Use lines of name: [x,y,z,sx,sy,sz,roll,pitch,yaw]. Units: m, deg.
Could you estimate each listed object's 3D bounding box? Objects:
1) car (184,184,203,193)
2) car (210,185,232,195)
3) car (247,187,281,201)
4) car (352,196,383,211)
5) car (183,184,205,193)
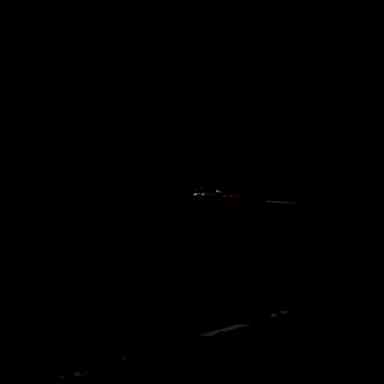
car: [0.226,-0.532,57.589,1.837,1.490,4.892,1,2,-27]
car: [4.798,-0.343,55.292,2.128,1.511,4.902,1,2,-26]
car: [8.716,0.214,40.459,1.882,1.535,5.008,2,2,-27]
car: [15.530,0.987,26.828,1.895,1.301,4.718,1,2,-26]
car: [0.293,-0.718,64.147,2.033,1.411,5.357,1,2,-27]
